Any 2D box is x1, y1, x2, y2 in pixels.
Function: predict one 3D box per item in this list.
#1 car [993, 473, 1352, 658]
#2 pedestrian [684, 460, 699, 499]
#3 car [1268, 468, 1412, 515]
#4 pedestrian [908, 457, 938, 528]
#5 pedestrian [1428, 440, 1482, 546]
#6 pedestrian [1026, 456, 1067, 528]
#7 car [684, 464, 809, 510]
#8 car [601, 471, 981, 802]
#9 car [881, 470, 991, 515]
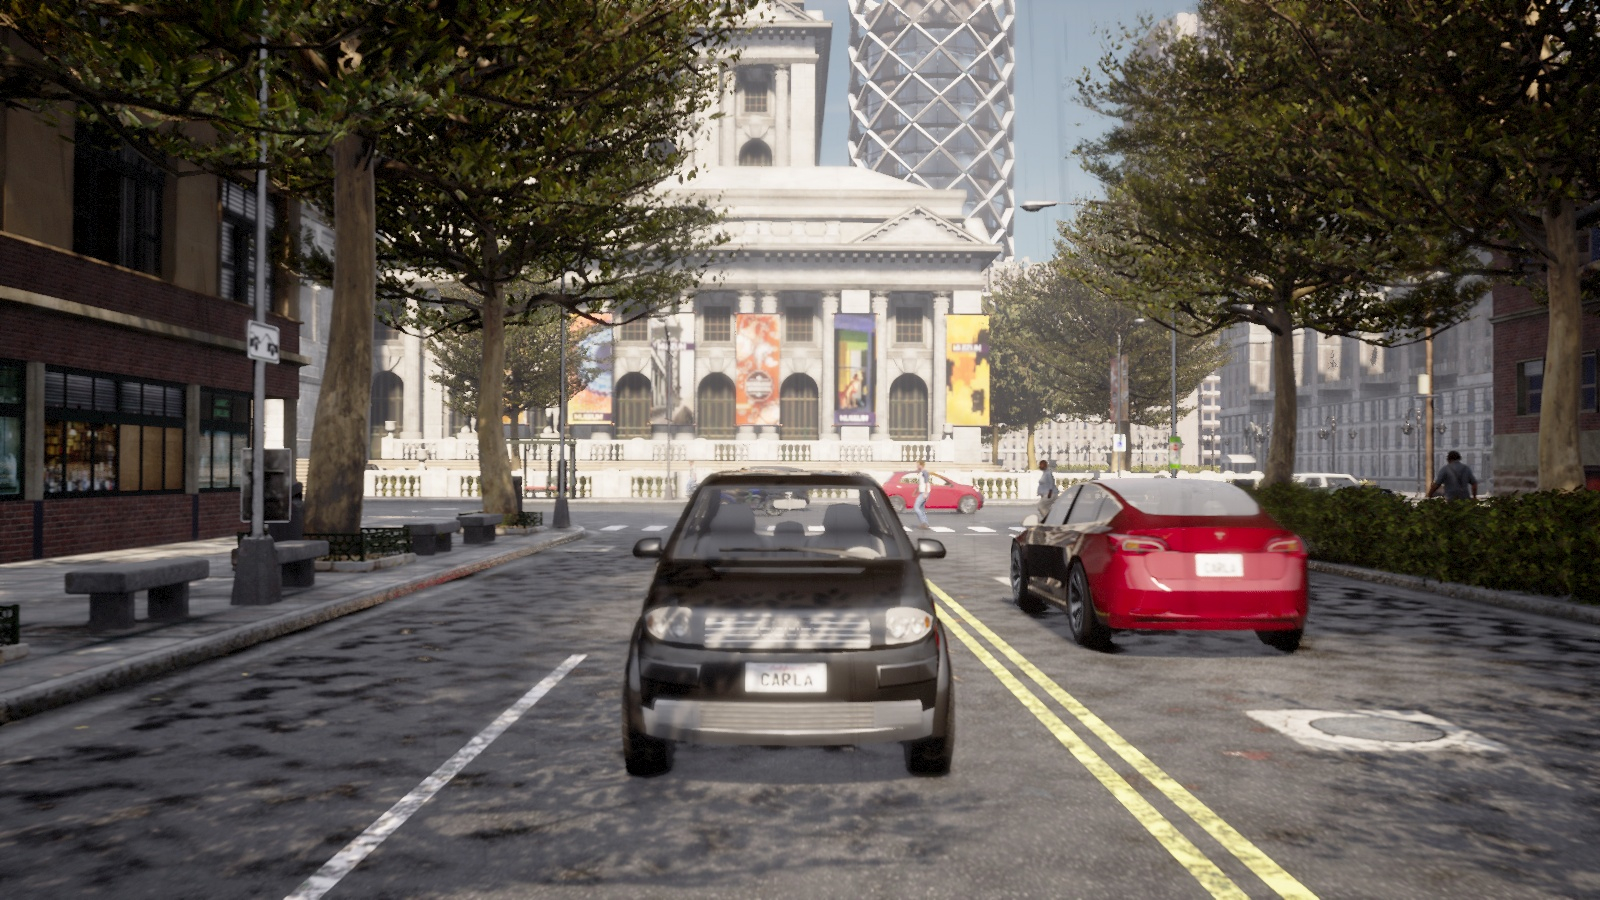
[{"bbox_3d":[3.416,0.990,12.673,2.163,1.488,4.792,0,-1,0],"label":"car"},{"bbox_3d":[-5.092,1.381,58.913,0.706,1.836,0.354,0,-1,-6],"label":"pedestrian"},{"bbox_3d":[17.375,1.322,40.534,3.806,1.475,1.970,0,-1,-1],"label":"car"},{"bbox_3d":[3.185,1.098,32.539,0.706,1.836,0.354,0,-1,-2],"label":"pedestrian"},{"bbox_3d":[11.613,0.760,22.289,0.540,1.848,0.694,0,-1,-6],"label":"pedestrian"},{"bbox_3d":[6.440,1.090,32.858,0.900,1.855,0.874,0,-1,2],"label":"pedestrian"},{"bbox_3d":[-1.982,1.384,47.543,4.611,1.667,2.242,0,-1,0],"label":"car"},{"bbox_3d":[-0.057,0.908,7.777,1.789,1.549,3.705,0,-1,0],"label":"car"},{"bbox_3d":[4.720,1.474,44.042,3.633,1.501,1.845,0,-1,0],"label":"car"}]
